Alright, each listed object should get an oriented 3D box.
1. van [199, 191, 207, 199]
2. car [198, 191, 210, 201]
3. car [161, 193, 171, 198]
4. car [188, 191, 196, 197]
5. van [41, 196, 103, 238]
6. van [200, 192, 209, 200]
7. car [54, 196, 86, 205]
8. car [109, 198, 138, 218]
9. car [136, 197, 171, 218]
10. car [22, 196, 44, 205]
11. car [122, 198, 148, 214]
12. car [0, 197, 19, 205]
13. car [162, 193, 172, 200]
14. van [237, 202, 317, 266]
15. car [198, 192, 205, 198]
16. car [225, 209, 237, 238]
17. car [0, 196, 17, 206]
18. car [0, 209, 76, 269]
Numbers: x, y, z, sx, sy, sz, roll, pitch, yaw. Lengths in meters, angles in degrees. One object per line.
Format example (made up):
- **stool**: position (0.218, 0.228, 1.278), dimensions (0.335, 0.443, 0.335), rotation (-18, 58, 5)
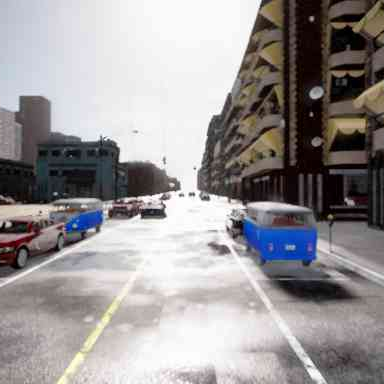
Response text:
- **van**: position (2.684, 0.756, 82.773), dimensions (1.690, 1.788, 3.998), rotation (1, 0, 0)
- **car**: position (2.685, 1.096, 66.033), dimensions (2.008, 1.369, 4.403), rotation (1, 0, 0)
- **car**: position (-5.698, 1.083, 71.575), dimensions (1.802, 1.307, 4.206), rotation (1, 0, 0)
- **car**: position (-0.025, 0.594, 92.571), dimensions (2.097, 1.767, 4.553), rotation (0, 0, 0)
- **van**: position (-5.648, 1.235, 16.573), dimensions (1.690, 1.788, 3.998), rotation (1, 0, 0)
- **van**: position (2.686, 0.843, 71.611), dimensions (1.690, 1.788, 3.998), rotation (1, 0, 0)
- **car**: position (-19.731, 1.336, 53.823), dimensions (4.403, 1.369, 2.008), rotation (0, 0, 1)
- **car**: position (-5.652, 1.259, 27.866), dimensions (1.967, 1.590, 4.097), rotation (1, 0, 0)
- **car**: position (-3.082, 1.385, 27.606), dimensions (1.994, 1.385, 4.181), rotation (0, 0, 0)
- **car**: position (-25.213, 1.376, 53.897), dimensions (4.313, 1.339, 1.947), rotation (0, 0, 1)
- **car**: position (-5.655, 1.326, 33.512), dimensions (1.887, 1.381, 4.507), rotation (1, 0, 0)
- **car**: position (-30.692, 1.417, 53.970), dimensions (4.206, 1.307, 1.802), rotation (0, 0, 1)
- **car**: position (-5.698, 1.003, 77.156), dimensions (1.887, 1.381, 4.507), rotation (1, 0, 0)
- **van**: position (2.701, 1.272, 10.963), dimensions (1.690, 1.788, 3.998), rotation (1, 0, 0)
- **car**: position (2.678, 0.849, 94.105), dimensions (1.752, 1.417, 4.829), rotation (1, 0, 0)
- **car**: position (2.696, 1.461, 16.610), dimensions (1.947, 1.339, 4.313), rotation (1, 0, 0)
- **car**: position (-26.388, 1.189, 45.274), dimensions (4.097, 1.590, 1.967), rotation (0, 0, 1)
- **car**: position (-5.649, 1.476, 10.929), dimensions (1.887, 1.381, 4.507), rotation (1, 0, 0)
